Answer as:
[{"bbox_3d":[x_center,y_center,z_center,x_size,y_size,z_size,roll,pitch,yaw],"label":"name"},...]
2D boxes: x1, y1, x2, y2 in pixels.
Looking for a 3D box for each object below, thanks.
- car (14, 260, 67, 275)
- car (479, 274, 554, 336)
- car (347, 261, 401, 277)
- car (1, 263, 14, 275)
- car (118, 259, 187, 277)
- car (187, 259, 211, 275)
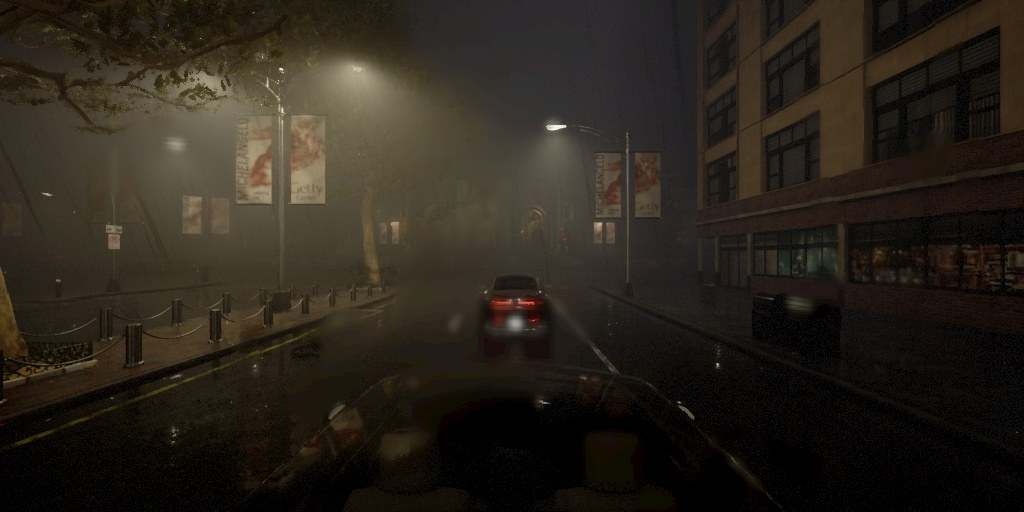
[{"bbox_3d":[-51.007,1.227,38.399,5.008,1.535,1.882,0,0,-2],"label":"car"},{"bbox_3d":[0.124,1.255,10.385,1.837,1.490,4.892,0,0,1],"label":"car"},{"bbox_3d":[-13.306,1.241,34.621,4.902,1.511,2.128,0,0,1],"label":"car"},{"bbox_3d":[-52.231,1.313,34.860,4.181,1.385,1.994,0,0,-2],"label":"car"},{"bbox_3d":[-35.221,1.227,34.876,5.008,1.535,1.882,0,0,1],"label":"car"},{"bbox_3d":[-34.985,1.102,38.373,4.553,1.767,2.097,0,0,1],"label":"car"}]
